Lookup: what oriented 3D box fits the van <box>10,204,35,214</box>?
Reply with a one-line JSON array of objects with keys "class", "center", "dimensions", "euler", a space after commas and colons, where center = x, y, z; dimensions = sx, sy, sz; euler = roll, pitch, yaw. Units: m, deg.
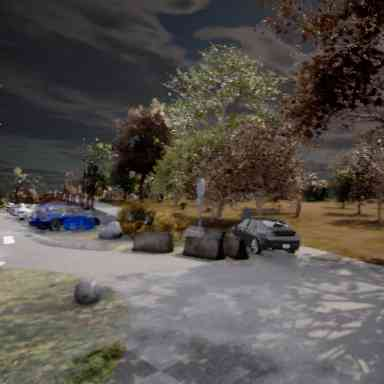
[{"class": "van", "center": [-36.539, 3.635, 71.710], "dimensions": [1.878, 1.987, 4.442], "euler": [-1, -4, 39]}]

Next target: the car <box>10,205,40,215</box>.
[{"class": "car", "center": [-31.996, 3.468, 63.805], "dimensions": [2.185, 1.767, 4.553], "euler": [-1, -4, 39]}]

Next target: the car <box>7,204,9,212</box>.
[{"class": "car", "center": [-25.811, 2.995, 53.429], "dimensions": [2.435, 2.045, 5.566], "euler": [-1, -3, 39]}]

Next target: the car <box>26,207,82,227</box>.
[{"class": "car", "center": [-13.442, 2.425, 32.660], "dimensions": [2.185, 1.767, 4.553], "euler": [-1, -4, 39]}]

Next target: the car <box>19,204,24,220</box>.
[{"class": "car", "center": [-16.498, 2.602, 37.896], "dimensions": [2.185, 1.767, 4.553], "euler": [0, -3, 39]}]

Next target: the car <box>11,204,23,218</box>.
[{"class": "car", "center": [-19.618, 2.647, 43.045], "dimensions": [2.435, 2.045, 5.566], "euler": [-1, -3, 39]}]

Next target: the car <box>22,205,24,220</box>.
[{"class": "car", "center": [-14.944, 2.515, 35.300], "dimensions": [2.185, 1.767, 4.553], "euler": [0, -3, 39]}]

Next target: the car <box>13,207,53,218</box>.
[{"class": "car", "center": [-24.263, 3.161, 50.844], "dimensions": [2.231, 1.521, 4.892], "euler": [-1, -4, 39]}]

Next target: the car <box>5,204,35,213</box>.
[{"class": "car", "center": [-39.709, 3.774, 76.782], "dimensions": [2.435, 2.045, 5.566], "euler": [0, -3, 39]}]

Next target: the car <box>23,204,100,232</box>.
[{"class": "car", "center": [-10.316, 2.129, 27.524], "dimensions": [2.435, 2.045, 5.566], "euler": [-1, -4, 39]}]

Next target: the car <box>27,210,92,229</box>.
[{"class": "car", "center": [-11.872, 2.467, 30.084], "dimensions": [2.231, 1.521, 4.892], "euler": [0, -3, 39]}]

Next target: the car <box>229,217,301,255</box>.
[{"class": "car", "center": [3.261, 1.965, 15.790], "dimensions": [1.837, 1.490, 4.892], "euler": [2, -1, -13]}]

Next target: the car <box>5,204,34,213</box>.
[{"class": "car", "center": [-41.239, 3.863, 79.431], "dimensions": [2.435, 2.045, 5.566], "euler": [-1, -4, 39]}]

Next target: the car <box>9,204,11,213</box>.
[{"class": "car", "center": [-22.674, 2.824, 48.284], "dimensions": [2.435, 2.045, 5.566], "euler": [-1, -4, 39]}]
